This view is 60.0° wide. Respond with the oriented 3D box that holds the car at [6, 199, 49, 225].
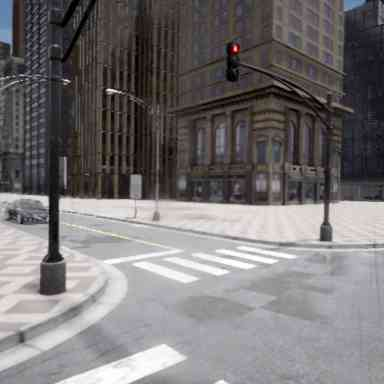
[{"bbox_3d":[-10.586,1.243,21.504,1.837,1.490,4.892,0,1,-41],"label":"car"}]
